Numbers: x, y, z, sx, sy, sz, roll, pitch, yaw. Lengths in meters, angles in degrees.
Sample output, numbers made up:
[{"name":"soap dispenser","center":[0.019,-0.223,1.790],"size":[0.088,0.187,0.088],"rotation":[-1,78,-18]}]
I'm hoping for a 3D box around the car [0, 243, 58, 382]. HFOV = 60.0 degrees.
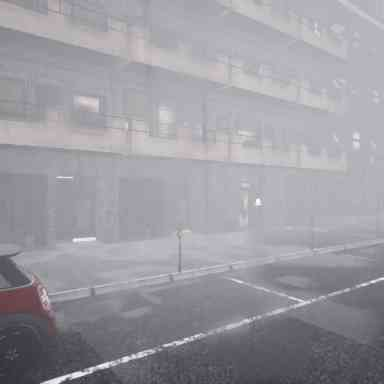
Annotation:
[{"name":"car","center":[-3.850,1.440,3.805],"size":[4.097,1.590,1.967],"rotation":[0,0,-35]}]
